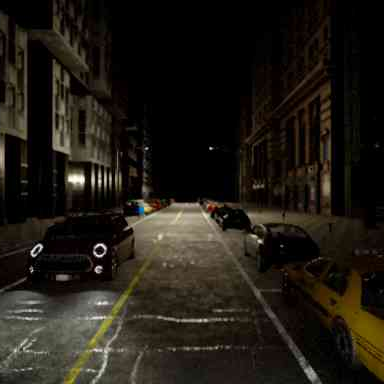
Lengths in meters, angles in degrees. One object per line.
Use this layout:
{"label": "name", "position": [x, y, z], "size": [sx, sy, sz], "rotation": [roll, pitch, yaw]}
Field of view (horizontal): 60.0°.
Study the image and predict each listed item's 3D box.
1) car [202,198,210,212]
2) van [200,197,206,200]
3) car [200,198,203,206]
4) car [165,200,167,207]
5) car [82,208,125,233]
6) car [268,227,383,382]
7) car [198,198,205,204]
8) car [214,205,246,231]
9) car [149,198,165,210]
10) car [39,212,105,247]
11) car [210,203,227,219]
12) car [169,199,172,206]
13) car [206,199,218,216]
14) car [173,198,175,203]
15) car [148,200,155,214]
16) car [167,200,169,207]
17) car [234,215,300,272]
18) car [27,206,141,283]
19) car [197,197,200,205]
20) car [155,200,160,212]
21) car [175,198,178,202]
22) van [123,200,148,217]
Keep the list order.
{"label": "car", "position": [2.761, 1.932, 44.604], "size": [1.967, 1.590, 4.097], "rotation": [0, -1, 0]}
{"label": "van", "position": [2.761, 2.021, 61.410], "size": [1.690, 1.788, 3.998], "rotation": [0, -1, 0]}
{"label": "car", "position": [2.762, 2.144, 55.976], "size": [1.752, 1.417, 4.829], "rotation": [0, -1, 0]}
{"label": "car", "position": [-5.763, 2.198, 55.792], "size": [1.802, 1.307, 4.206], "rotation": [0, -1, 0]}
{"label": "car", "position": [-5.764, 1.825, 22.180], "size": [1.802, 1.307, 4.206], "rotation": [0, -1, 0]}
{"label": "car", "position": [2.761, 1.587, 5.564], "size": [1.752, 1.417, 4.829], "rotation": [0, -1, 0]}
{"label": "car", "position": [2.762, 2.511, 95.016], "size": [1.967, 1.590, 4.097], "rotation": [0, -1, 0]}
{"label": "car", "position": [2.761, 1.809, 22.197], "size": [1.947, 1.339, 4.313], "rotation": [0, -1, 0]}
{"label": "car", "position": [-5.764, 1.869, 50.193], "size": [2.192, 1.841, 5.009], "rotation": [0, -1, 0]}
{"label": "car", "position": [-5.764, 1.764, 16.579], "size": [1.802, 1.307, 4.206], "rotation": [0, -1, 0]}
{"label": "car", "position": [2.761, 1.887, 27.799], "size": [1.802, 1.307, 4.206], "rotation": [0, -1, 0]}
{"label": "car", "position": [-5.763, 2.294, 66.995], "size": [2.008, 1.369, 4.403], "rotation": [0, -1, 0]}
{"label": "car", "position": [2.761, 1.807, 33.401], "size": [1.967, 1.590, 4.097], "rotation": [0, -1, 0]}
{"label": "car", "position": [-5.763, 2.439, 78.198], "size": [1.947, 1.339, 4.313], "rotation": [0, -1, 0]}
{"label": "car", "position": [-5.764, 1.953, 38.817], "size": [1.752, 1.417, 4.829], "rotation": [0, -1, 0]}
{"label": "car", "position": [-5.764, 2.120, 61.394], "size": [1.967, 1.590, 4.097], "rotation": [0, -1, 0]}
{"label": "car", "position": [2.761, 1.672, 10.995], "size": [2.008, 1.369, 4.403], "rotation": [0, -1, 0]}
{"label": "car", "position": [-3.062, 1.463, 10.131], "size": [2.097, 1.767, 4.553], "rotation": [0, -1, 0]}
{"label": "car", "position": [2.761, 2.123, 72.612], "size": [2.192, 1.841, 5.009], "rotation": [0, -1, 0]}
{"label": "car", "position": [-5.763, 2.073, 44.588], "size": [1.802, 1.307, 4.206], "rotation": [0, -1, 0]}
{"label": "car", "position": [-5.763, 2.615, 95.004], "size": [1.887, 1.381, 4.507], "rotation": [0, -1, 0]}
{"label": "van", "position": [-5.764, 1.708, 33.387], "size": [1.690, 1.788, 3.998], "rotation": [0, -1, 0]}
